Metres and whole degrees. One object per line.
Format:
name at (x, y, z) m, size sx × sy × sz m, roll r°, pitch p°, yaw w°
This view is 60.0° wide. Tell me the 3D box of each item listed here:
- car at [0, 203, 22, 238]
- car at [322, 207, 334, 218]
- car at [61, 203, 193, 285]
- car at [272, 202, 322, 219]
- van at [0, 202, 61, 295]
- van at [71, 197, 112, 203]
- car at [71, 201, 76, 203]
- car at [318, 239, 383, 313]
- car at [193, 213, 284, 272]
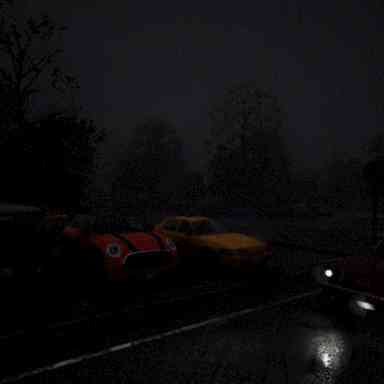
car at (-11.079, 1.472, 18.673) m, size 1.946 × 1.575 × 5.366 m, roll 0°, pitch 0°, yaw -36°
car at (12.869, 1.836, 35.761) m, size 2.185 × 1.767 × 4.553 m, roll 2°, pitch -1°, yaw -36°
car at (-2.272, 1.356, 9.710) m, size 2.185 × 1.767 × 4.553 m, roll 1°, pitch 0°, yaw -36°
car at (10.323, 1.925, 33.866) m, size 2.002 × 1.452 × 4.674 m, roll 2°, pitch -1°, yaw -36°
van at (-4.784, 1.245, 8.001) m, size 1.878 × 1.987 × 4.442 m, roll 0°, pitch 0°, yaw -36°
van at (-6.478, 1.284, 21.623) m, size 1.878 × 1.987 × 4.442 m, roll 1°, pitch 0°, yaw -36°
car at (-8.921, 1.486, 20.231) m, size 1.946 × 1.575 × 5.366 m, roll 1°, pitch 0°, yaw -36°
car at (4.751, 1.639, 6.953) m, size 4.718 × 1.301 × 1.895 m, roll 1°, pitch 0°, yaw -36°
car at (0.219, 1.501, 11.243) m, size 1.946 × 1.575 × 5.366 m, roll 1°, pitch 0°, yaw -36°
